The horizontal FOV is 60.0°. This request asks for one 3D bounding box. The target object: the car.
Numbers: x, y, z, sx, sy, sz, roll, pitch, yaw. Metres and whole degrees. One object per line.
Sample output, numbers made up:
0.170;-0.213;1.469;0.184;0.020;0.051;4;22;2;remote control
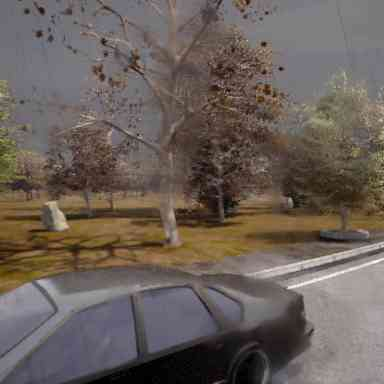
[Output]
-0.976;1.558;3.374;5.357;1.411;2.033;0;0;-36;car
